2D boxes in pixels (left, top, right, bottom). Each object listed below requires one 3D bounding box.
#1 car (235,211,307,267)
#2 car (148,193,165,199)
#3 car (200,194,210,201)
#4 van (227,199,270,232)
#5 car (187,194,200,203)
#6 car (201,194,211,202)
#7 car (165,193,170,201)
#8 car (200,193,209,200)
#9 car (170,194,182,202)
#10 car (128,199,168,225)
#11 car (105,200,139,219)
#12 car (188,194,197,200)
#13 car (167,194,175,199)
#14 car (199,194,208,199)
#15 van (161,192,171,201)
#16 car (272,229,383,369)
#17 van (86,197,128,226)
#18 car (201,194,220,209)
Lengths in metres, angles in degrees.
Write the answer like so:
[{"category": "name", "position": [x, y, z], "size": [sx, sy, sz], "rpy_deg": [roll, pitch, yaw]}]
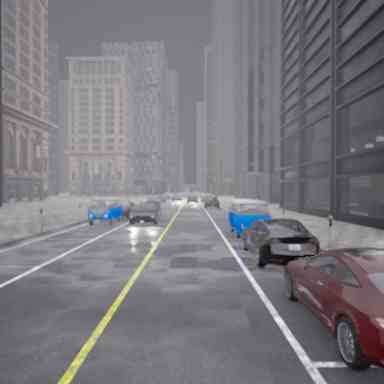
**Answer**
[{"category": "car", "position": [2.770, 1.516, 11.040], "size": [1.947, 1.339, 4.313], "rpy_deg": [0, 0, 0]}, {"category": "car", "position": [-5.719, 1.212, 50.530], "size": [1.967, 1.590, 4.097], "rpy_deg": [0, 0, 0]}, {"category": "car", "position": [2.829, 1.207, 73.087], "size": [2.008, 1.369, 4.403], "rpy_deg": [0, 0, 0]}, {"category": "van", "position": [2.774, 1.266, 16.680], "size": [1.690, 1.788, 3.998], "rpy_deg": [0, 0, 0]}, {"category": "car", "position": [0.055, 1.220, 59.256], "size": [2.128, 1.511, 4.902], "rpy_deg": [0, 0, 0]}, {"category": "car", "position": [2.823, 1.211, 67.616], "size": [1.752, 1.417, 4.829], "rpy_deg": [0, 0, 0]}, {"category": "car", "position": [-5.707, 1.282, 61.813], "size": [1.947, 1.339, 4.313], "rpy_deg": [0, 0, 0]}, {"category": "car", "position": [2.834, 1.066, 78.728], "size": [1.967, 1.590, 4.097], "rpy_deg": [0, 0, 0]}, {"category": "car", "position": [-2.959, 1.203, 64.634], "size": [1.837, 1.490, 4.892], "rpy_deg": [0, 0, 1]}, {"category": "car", "position": [-3.081, 1.444, 23.234], "size": [2.033, 1.411, 5.357], "rpy_deg": [0, 0, 0]}, {"category": "car", "position": [-5.740, 1.420, 27.967], "size": [1.887, 1.381, 4.507], "rpy_deg": [0, 0, 0]}, {"category": "car", "position": [0.071, 1.101, 75.508], "size": [1.895, 1.301, 4.718], "rpy_deg": [0, 0, 0]}, {"category": "car", "position": [-5.681, 1.116, 90.017], "size": [2.008, 1.369, 4.403], "rpy_deg": [0, 0, 0]}, {"category": "car", "position": [2.839, 1.146, 84.369], "size": [2.008, 1.369, 4.403], "rpy_deg": [0, 0, 0]}, {"category": "van", "position": [-5.697, 0.998, 73.093], "size": [1.690, 1.788, 3.998], "rpy_deg": [0, 0, 0]}, {"category": "car", "position": [2.764, 1.557, 5.400], "size": [1.802, 1.307, 4.206], "rpy_deg": [0, 0, 0]}, {"category": "van", "position": [-5.746, 1.242, 22.326], "size": [1.690, 1.788, 3.998], "rpy_deg": [0, 0, 0]}, {"category": "car", "position": [2.393, 1.321, 40.980], "size": [1.837, 1.490, 4.892], "rpy_deg": [0, 0, 0]}]
